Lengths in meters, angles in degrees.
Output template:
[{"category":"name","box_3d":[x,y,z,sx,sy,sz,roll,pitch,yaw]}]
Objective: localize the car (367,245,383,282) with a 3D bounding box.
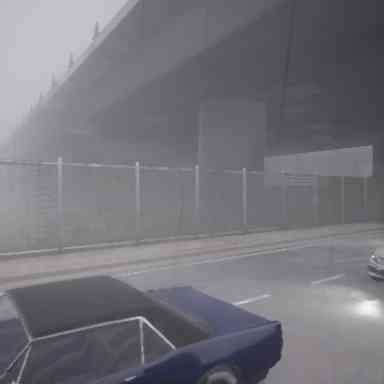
[{"category":"car","box_3d":[6.390,1.504,8.525,4.674,1.442,1.812,0,0,-35]}]

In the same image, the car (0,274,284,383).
[{"category":"car","box_3d":[-1.413,1.600,2.972,4.718,1.301,1.895,0,0,-35]}]
